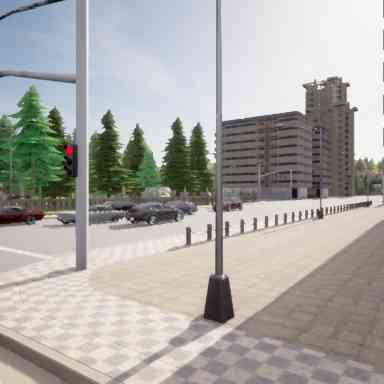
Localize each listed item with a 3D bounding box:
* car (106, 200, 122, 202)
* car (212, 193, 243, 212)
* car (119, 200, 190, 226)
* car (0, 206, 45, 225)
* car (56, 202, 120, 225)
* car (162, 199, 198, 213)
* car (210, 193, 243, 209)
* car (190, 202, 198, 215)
[{"bbox_3d":[-7.084,1.478,29.877,1.882,1.535,5.008,0,0,36],"label":"car"},{"bbox_3d":[4.273,1.352,39.744,2.097,1.767,4.553,0,0,36],"label":"car"},{"bbox_3d":[-2.549,1.505,23.834,1.837,1.490,4.892,0,0,36],"label":"car"},{"bbox_3d":[-12.575,1.601,22.261,1.895,1.301,4.718,0,0,37],"label":"car"},{"bbox_3d":[-7.149,1.601,23.759,1.895,1.301,4.718,0,0,36],"label":"car"},{"bbox_3d":[-1.331,1.564,37.941,1.994,1.385,4.181,0,0,35],"label":"car"},{"bbox_3d":[4.927,1.221,46.638,2.150,2.045,5.566,0,0,36],"label":"car"},{"bbox_3d":[-1.541,1.547,31.613,2.033,1.411,5.357,0,0,36],"label":"car"}]
